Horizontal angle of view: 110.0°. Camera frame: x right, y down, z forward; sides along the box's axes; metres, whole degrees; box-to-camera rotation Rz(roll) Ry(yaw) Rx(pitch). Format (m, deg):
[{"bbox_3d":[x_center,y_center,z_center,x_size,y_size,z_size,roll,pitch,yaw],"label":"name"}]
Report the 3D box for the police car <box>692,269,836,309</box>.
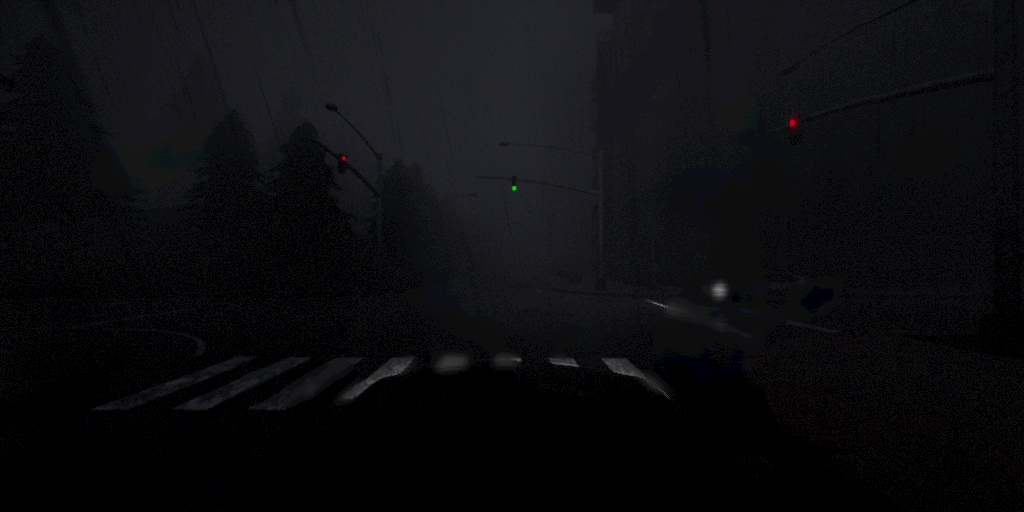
[{"bbox_3d":[10.311,1.344,15.022,4.974,1.542,2.038,0,0,1],"label":"police car"}]
